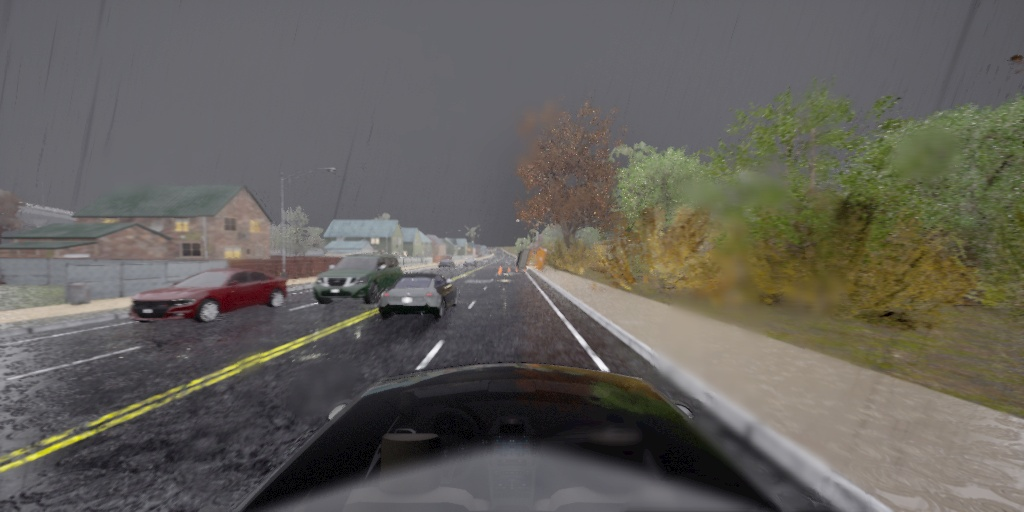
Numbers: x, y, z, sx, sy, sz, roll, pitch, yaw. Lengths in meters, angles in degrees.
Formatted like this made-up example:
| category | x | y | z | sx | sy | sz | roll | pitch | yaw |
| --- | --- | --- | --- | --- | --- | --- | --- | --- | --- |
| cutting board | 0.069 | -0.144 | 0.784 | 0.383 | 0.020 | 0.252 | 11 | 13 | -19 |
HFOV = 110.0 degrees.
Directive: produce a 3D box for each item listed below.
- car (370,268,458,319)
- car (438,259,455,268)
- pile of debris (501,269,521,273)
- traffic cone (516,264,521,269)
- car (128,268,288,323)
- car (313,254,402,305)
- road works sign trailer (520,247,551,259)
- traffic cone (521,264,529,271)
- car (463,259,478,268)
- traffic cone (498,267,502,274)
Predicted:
| category | x | y | z | sx | sy | sz | roll | pitch | yaw |
| --- | --- | --- | --- | --- | --- | --- | --- | --- | --- |
| car | -3.147 | 1.293 | 12.781 | 1.994 | 1.385 | 4.181 | 0 | 0 | 0 |
| car | -9.774 | 1.168 | 54.037 | 2.033 | 1.411 | 5.357 | 0 | 0 | 1 |
| pile of debris | 0.009 | 1.828 | 38.886 | 1.860 | 0.140 | 1.500 | 0 | 0 | 0 |
| traffic cone | 0.631 | 1.601 | 44.881 | 0.340 | 0.580 | 0.340 | 0 | 0 | 0 |
| car | -9.844 | 1.210 | 12.188 | 1.882 | 1.535 | 5.008 | 0 | 0 | 0 |
| car | -6.591 | 0.944 | 16.153 | 2.150 | 2.045 | 5.566 | 0 | 0 | 0 |
| road works sign trailer | 3.023 | -1.722 | 40.332 | 2.880 | 3.560 | 2.380 | 0 | 0 | -42 |
| traffic cone | 1.631 | 1.601 | 44.879 | 0.340 | 0.580 | 0.340 | 0 | 0 | 0 |
| car | -6.524 | 1.136 | 56.690 | 1.812 | 1.442 | 4.674 | 0 | 0 | 1 |
| traffic cone | -1.370 | 1.618 | 38.881 | 0.340 | 0.580 | 0.340 | 0 | 0 | 0 |
